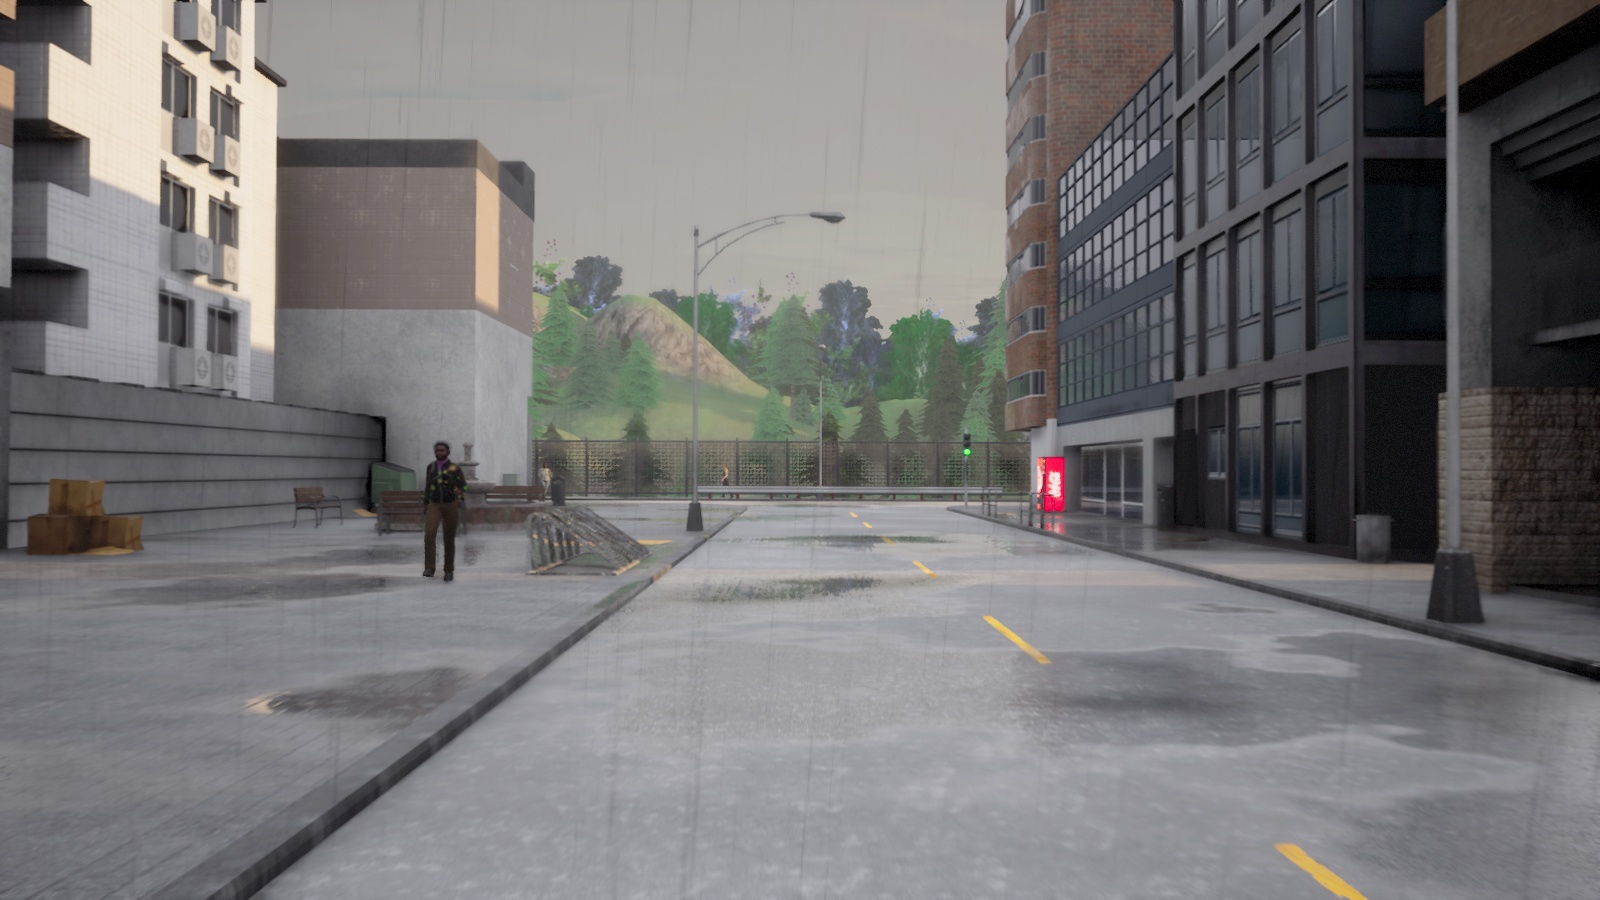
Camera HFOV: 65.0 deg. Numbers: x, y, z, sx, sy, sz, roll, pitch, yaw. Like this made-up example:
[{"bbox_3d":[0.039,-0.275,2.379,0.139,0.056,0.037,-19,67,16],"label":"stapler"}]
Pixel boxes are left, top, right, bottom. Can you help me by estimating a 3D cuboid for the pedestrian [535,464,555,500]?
[{"bbox_3d":[-13.219,1.668,65.148,0.874,1.855,0.900,0,-1,-22],"label":"pedestrian"}]
